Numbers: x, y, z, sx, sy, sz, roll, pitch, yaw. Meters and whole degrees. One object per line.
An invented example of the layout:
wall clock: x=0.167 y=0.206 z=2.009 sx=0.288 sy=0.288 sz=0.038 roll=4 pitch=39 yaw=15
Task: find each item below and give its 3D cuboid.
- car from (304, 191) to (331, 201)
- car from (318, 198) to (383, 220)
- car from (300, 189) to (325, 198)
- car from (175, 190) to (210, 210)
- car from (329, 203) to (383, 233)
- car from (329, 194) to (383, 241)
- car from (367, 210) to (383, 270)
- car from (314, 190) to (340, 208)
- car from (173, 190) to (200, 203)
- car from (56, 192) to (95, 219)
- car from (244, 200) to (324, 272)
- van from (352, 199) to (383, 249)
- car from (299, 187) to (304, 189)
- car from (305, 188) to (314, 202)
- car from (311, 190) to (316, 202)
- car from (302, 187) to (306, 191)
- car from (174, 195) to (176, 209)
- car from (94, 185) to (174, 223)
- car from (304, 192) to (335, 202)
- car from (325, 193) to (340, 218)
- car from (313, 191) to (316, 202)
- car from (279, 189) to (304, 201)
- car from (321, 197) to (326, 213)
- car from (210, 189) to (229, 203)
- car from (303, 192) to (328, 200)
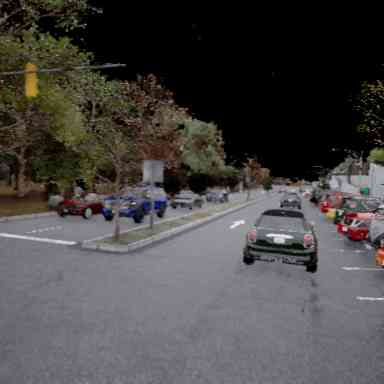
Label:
car: x=26.080 y=0.802 z=69.282 sx=4.553 sy=1.767 sz=2.185 roll=4 pitch=2 yaw=-3
car: x=13.907 y=1.471 z=29.083 sx=4.792 sy=1.488 sz=2.163 roll=3 pitch=2 yaw=-3
car: x=31.246 y=0.383 z=86.513 sx=5.566 sy=2.045 sz=2.435 roll=3 pitch=3 yaw=-3
car: x=-0.292 y=0.777 z=30.158 sx=2.033 sy=1.411 sz=5.357 roll=3 pitch=2 yaw=17
car: x=11.253 y=1.634 z=20.463 sx=4.674 sy=1.452 sz=2.002 roll=3 pitch=2 yaw=-3
car: x=9.474 y=1.445 z=14.695 sx=5.566 sy=2.045 sz=2.435 roll=3 pitch=2 yaw=-3
car: x=7.643 y=1.670 z=8.968 sx=4.553 sy=1.767 sz=2.185 roll=3 pitch=2 yaw=-2
car: x=13.053 y=1.242 z=26.199 sx=5.566 sy=2.045 sz=2.435 roll=3 pitch=2 yaw=-3
car: x=-0.610 y=0.482 z=39.424 sx=1.994 sy=1.385 sz=4.181 roll=3 pitch=2 yaw=17
car: x=-6.284 y=0.721 z=20.844 sx=1.882 sy=1.535 sz=5.008 roll=3 pitch=2 yaw=17
car: x=3.160 y=1.373 z=11.542 sx=2.097 sy=1.767 sz=4.553 roll=3 pitch=2 yaw=18
van: x=8.484 y=1.515 z=11.822 sx=4.442 sy=1.987 sz=1.878 roll=3 pitch=2 yaw=-3
car: x=28.692 y=0.552 z=77.905 sx=5.566 sy=2.045 sz=2.435 roll=3 pitch=2 yaw=-3
car: x=18.269 y=0.963 z=43.436 sx=5.566 sy=2.045 sz=2.435 roll=3 pitch=2 yaw=-3
car: x=16.464 y=1.169 z=37.688 sx=4.553 sy=1.767 sz=2.185 roll=3 pitch=2 yaw=-3
car: x=21.687 y=0.821 z=54.907 sx=5.566 sy=2.045 sz=2.435 roll=4 pitch=2 yaw=-3
car: x=-3.490 y=0.561 z=29.922 sx=1.882 sy=1.535 sz=5.008 roll=3 pitch=2 yaw=17
car: x=-3.287 y=0.626 z=20.349 sx=2.150 sy=2.045 sz=5.566 roll=3 pitch=2 yaw=17
car: x=24.297 y=0.988 z=63.543 sx=5.008 sy=1.535 sz=2.097 roll=4 pitch=1 yaw=-3
car: x=10.420 y=1.396 z=17.580 sx=5.566 sy=2.045 sz=2.435 roll=3 pitch=2 yaw=-3
car: x=15.659 y=1.220 z=34.813 sx=4.553 sy=1.767 sz=2.185 roll=3 pitch=2 yaw=-3
car: x=10.957 y=0.915 z=36.866 sx=2.097 sy=1.767 sz=4.553 roll=3 pitch=2 yaw=17
car: x=12.322 y=1.551 z=23.343 sx=5.366 sy=1.575 sz=1.946 roll=3 pitch=2 yaw=-3
car: x=3.215 y=0.388 z=41.656 sx=2.097 sy=1.767 sz=4.553 roll=3 pitch=2 yaw=17
car: x=27.807 y=0.877 z=75.044 sx=4.792 sy=1.488 sz=2.163 roll=3 pitch=2 yaw=-3
